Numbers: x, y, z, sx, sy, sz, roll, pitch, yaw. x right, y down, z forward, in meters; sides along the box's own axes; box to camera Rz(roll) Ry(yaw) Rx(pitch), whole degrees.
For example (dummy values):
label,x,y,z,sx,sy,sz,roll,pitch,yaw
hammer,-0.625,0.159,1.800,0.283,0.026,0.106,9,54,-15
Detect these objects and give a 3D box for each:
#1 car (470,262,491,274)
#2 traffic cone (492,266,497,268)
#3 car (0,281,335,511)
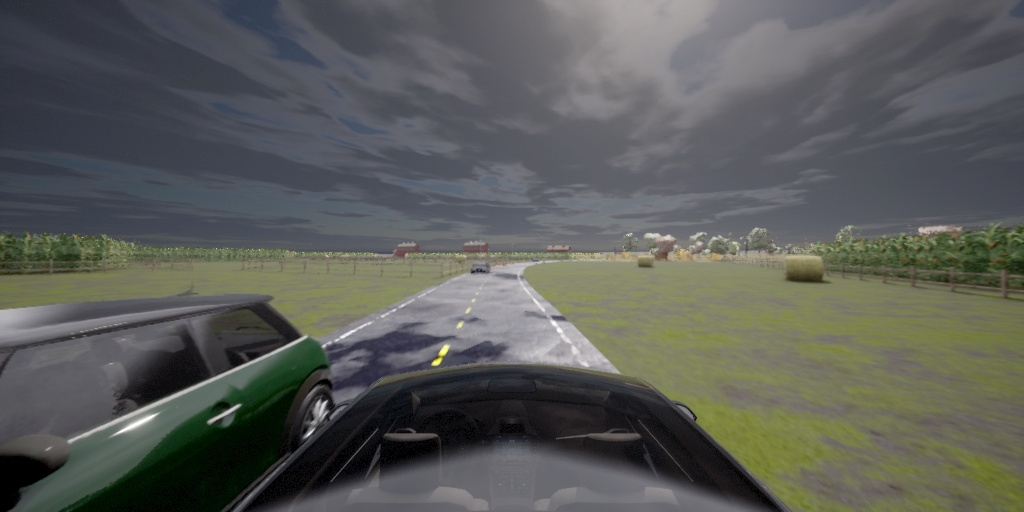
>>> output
label,x,y,z,sx,sy,sz,roll,pitch,yaw
car,-3.438,1.312,39.963,1.994,1.385,4.181,0,0,1
traffic cone,-3.263,1.705,61.576,0.340,0.580,0.340,0,0,5
car,-2.887,1.108,1.823,2.097,1.767,4.553,0,0,0
